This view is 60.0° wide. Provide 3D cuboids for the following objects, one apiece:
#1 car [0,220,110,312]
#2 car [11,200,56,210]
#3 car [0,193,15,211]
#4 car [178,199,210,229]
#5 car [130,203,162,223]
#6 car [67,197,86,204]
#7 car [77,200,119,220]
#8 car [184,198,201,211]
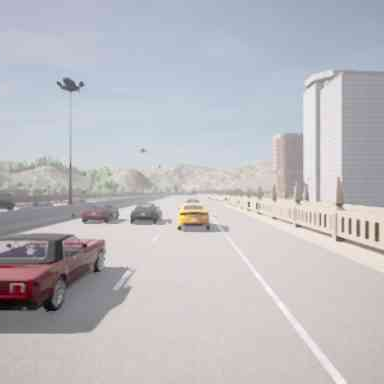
[{"bbox_3d":[-3.399,1.578,7.611,1.895,1.301,4.718,0,0,0],"label":"car"},{"bbox_3d":[-14.064,1.536,30.389,1.895,1.301,4.718,0,0,0],"label":"car"},{"bbox_3d":[-21.053,1.154,35.394,2.150,2.045,5.566,0,0,0],"label":"car"},{"bbox_3d":[0.103,1.428,21.150,1.882,1.535,5.008,0,0,0],"label":"car"},{"bbox_3d":[-3.396,1.508,25.145,1.994,1.385,4.181,0,0,0],"label":"car"},{"bbox_3d":[-17.501,1.455,50.780,1.812,1.442,4.674,0,0,0],"label":"car"},{"bbox_3d":[-6.896,1.506,25.399,1.994,1.385,4.181,0,0,0],"label":"car"},{"bbox_3d":[0.106,1.499,40.819,1.994,1.385,4.181,0,0,0],"label":"car"}]
